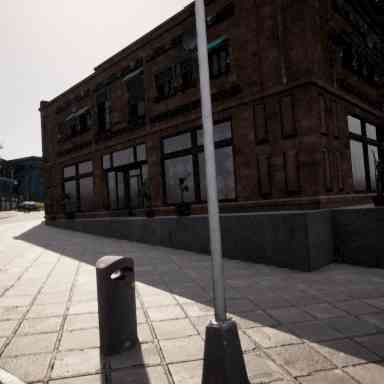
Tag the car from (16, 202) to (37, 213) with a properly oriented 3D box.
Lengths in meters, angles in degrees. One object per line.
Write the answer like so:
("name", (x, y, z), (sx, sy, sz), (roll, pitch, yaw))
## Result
("car", (-24.270, 2.230, 48.710), (1.837, 1.490, 4.892), (1, -3, -42))
